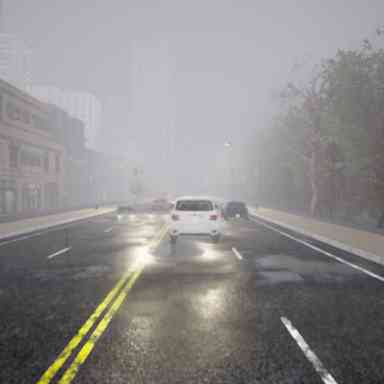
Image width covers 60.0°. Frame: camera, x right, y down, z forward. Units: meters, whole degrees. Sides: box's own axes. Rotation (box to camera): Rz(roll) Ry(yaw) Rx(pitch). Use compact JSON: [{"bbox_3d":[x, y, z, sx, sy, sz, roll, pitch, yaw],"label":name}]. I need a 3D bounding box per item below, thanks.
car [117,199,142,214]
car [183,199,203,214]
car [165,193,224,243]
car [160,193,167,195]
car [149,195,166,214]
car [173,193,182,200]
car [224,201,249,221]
[{"bbox_3d":[-6.574,1.479,35.368,2.033,1.411,5.357,0,0,0],"label":"car"},{"bbox_3d":[0.108,1.478,35.546,2.033,1.411,5.357,0,0,0],"label":"car"},{"bbox_3d":[0.108,1.193,16.140,2.150,2.045,5.566,0,0,0],"label":"car"},{"bbox_3d":[-6.478,1.026,75.946,1.837,1.490,4.892,0,0,0],"label":"car"},{"bbox_3d":[-3.323,1.409,35.082,1.882,1.535,5.008,0,0,0],"label":"car"},{"bbox_3d":[-3.228,1.003,75.945,1.882,1.535,5.008,0,0,0],"label":"car"},{"bbox_3d":[3.359,1.454,26.850,1.837,1.490,4.892,0,1,0],"label":"car"}]
